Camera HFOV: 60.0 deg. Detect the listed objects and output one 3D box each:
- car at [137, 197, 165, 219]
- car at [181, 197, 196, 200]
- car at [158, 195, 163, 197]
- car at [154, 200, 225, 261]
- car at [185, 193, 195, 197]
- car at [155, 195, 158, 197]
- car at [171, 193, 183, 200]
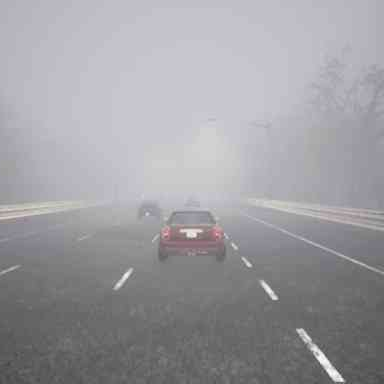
[{"bbox_3d":[-3.518,1.494,28.696,1.837,1.490,4.892,0,0,0],"label":"car"},{"bbox_3d":[-0.020,1.548,36.728,1.994,1.385,4.181,0,0,0],"label":"car"},{"bbox_3d":[-7.038,1.354,71.899,2.097,1.767,4.553,0,0,0],"label":"car"},{"bbox_3d":[-0.013,1.337,12.368,2.097,1.767,4.553,0,0,0],"label":"car"},{"bbox_3d":[-0.038,1.469,71.866,1.882,1.535,5.008,0,0,0],"label":"car"},{"bbox_3d":[-7.030,1.520,53.958,1.812,1.442,4.674,0,0,0],"label":"car"},{"bbox_3d":[-3.537,1.520,71.912,2.128,1.511,4.902,0,0,0],"label":"car"}]
